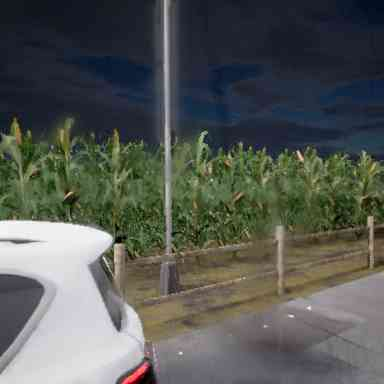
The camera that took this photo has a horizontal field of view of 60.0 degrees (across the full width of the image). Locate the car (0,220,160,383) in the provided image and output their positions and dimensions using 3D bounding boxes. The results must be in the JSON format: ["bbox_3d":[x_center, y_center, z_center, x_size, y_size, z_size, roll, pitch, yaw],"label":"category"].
[{"bbox_3d":[-2.758,1.242,1.107,5.566,2.045,2.150,-1,0,-35],"label":"car"}]
